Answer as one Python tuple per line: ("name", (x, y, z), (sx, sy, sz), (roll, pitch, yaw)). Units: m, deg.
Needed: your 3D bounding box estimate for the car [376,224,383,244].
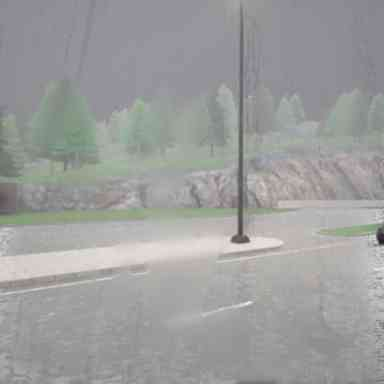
("car", (10.394, 1.720, 15.349), (4.181, 1.385, 1.994), (1, 0, -34))
